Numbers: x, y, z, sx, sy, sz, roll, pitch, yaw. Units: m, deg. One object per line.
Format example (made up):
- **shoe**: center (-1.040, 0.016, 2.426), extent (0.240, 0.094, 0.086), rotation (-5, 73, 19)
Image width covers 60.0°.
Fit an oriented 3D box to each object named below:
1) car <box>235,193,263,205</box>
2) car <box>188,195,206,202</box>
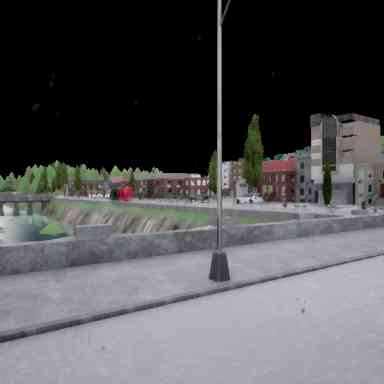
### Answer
- **car**: center (10.266, 1.255, 60.017), extent (2.150, 2.045, 5.566), rotation (0, 0, -35)
- **car**: center (1.092, 1.353, 72.885), extent (2.128, 1.511, 4.902), rotation (0, 0, -35)
